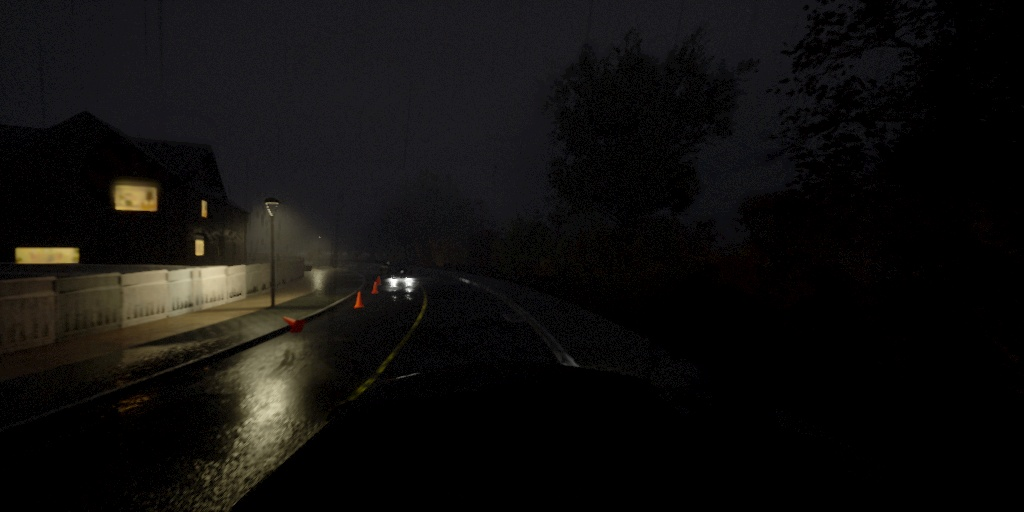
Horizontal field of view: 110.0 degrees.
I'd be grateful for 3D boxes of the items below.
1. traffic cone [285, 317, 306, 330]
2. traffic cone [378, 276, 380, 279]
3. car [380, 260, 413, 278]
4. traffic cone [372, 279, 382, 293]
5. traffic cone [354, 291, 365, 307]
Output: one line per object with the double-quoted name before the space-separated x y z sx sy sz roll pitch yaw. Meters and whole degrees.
"traffic cone" -5.484 1.512 9.214 0.340 0.580 0.340 0 0 16
"traffic cone" -8.578 1.551 23.061 0.340 0.580 0.340 0 0 -21
"car" -9.871 1.051 30.544 1.994 1.385 4.181 0 1 -31
"traffic cone" -7.055 1.611 18.501 0.340 0.580 0.340 0 0 -16
"traffic cone" -5.889 1.660 13.838 0.340 0.580 0.340 0 0 -12
